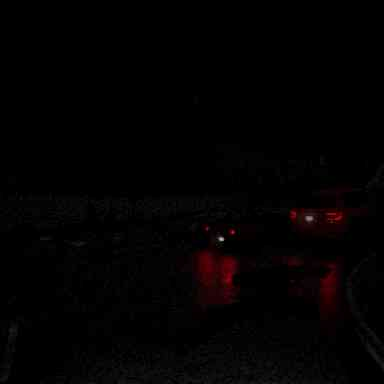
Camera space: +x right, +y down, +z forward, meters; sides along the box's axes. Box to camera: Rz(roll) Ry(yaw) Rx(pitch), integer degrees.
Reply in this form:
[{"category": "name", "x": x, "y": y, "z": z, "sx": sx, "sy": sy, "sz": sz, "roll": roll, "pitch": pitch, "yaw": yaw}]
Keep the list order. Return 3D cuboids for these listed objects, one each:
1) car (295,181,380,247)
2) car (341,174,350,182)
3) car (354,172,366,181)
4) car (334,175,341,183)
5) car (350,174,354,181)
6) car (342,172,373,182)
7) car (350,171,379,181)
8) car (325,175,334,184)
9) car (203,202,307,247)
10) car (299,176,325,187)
[{"category": "car", "x": 6.181, "y": 0.826, "z": 13.465, "sx": 5.566, "sy": 2.045, "sz": 2.150, "roll": -5, "pitch": 3, "yaw": -40}, {"category": "car", "x": 20.920, "y": -1.628, "z": 50.875, "sx": 5.008, "sy": 1.535, "sz": 2.097, "roll": -3, "pitch": 3, "yaw": 23}, {"category": "car", "x": 28.743, "y": -2.531, "z": 59.680, "sx": 4.892, "sy": 1.521, "sz": 2.231, "roll": -3, "pitch": 3, "yaw": 21}, {"category": "car", "x": 18.913, "y": -1.357, "z": 48.730, "sx": 4.674, "sy": 1.452, "sz": 2.002, "roll": -3, "pitch": 2, "yaw": 24}, {"category": "car", "x": 22.865, "y": -1.979, "z": 53.062, "sx": 4.553, "sy": 1.767, "sz": 2.185, "roll": -3, "pitch": 2, "yaw": 23}, {"category": "car", "x": 30.652, "y": -2.752, "z": 61.931, "sx": 4.892, "sy": 1.521, "sz": 2.231, "roll": -3, "pitch": 3, "yaw": 21}, {"category": "car", "x": 34.402, "y": -3.189, "z": 66.482, "sx": 5.008, "sy": 1.535, "sz": 2.097, "roll": -3, "pitch": 2, "yaw": 20}, {"category": "car", "x": 16.888, "y": -1.165, "z": 46.582, "sx": 4.892, "sy": 1.521, "sz": 2.231, "roll": -3, "pitch": 3, "yaw": 24}, {"category": "car", "x": 2.721, "y": 1.373, "z": 14.175, "sx": 4.718, "sy": 1.301, "sz": 1.895, "roll": -5, "pitch": 2, "yaw": -43}, {"category": "car", "x": 14.808, "y": -0.900, "z": 44.482, "sx": 4.792, "sy": 1.488, "sz": 2.163, "roll": -3, "pitch": 3, "yaw": 25}]
